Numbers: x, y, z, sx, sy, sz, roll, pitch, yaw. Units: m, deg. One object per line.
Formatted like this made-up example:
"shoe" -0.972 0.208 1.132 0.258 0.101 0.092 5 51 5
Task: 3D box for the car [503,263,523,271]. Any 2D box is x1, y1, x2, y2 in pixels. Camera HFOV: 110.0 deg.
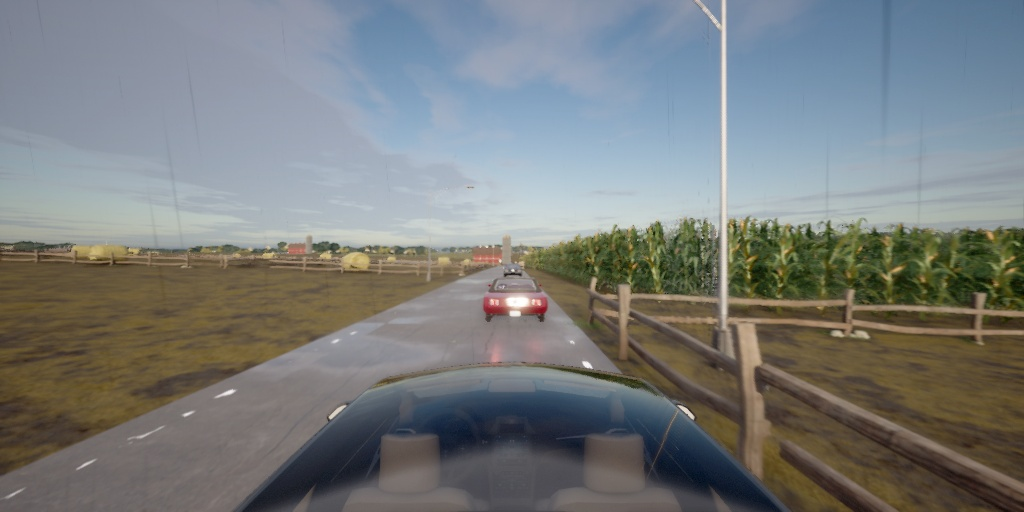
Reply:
"car" 0.095 1.430 35.697 2.033 1.411 5.357 0 0 0

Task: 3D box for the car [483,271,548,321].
"car" 0.099 1.357 12.417 1.895 1.301 4.718 0 0 0
